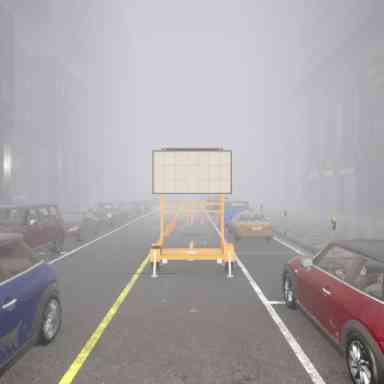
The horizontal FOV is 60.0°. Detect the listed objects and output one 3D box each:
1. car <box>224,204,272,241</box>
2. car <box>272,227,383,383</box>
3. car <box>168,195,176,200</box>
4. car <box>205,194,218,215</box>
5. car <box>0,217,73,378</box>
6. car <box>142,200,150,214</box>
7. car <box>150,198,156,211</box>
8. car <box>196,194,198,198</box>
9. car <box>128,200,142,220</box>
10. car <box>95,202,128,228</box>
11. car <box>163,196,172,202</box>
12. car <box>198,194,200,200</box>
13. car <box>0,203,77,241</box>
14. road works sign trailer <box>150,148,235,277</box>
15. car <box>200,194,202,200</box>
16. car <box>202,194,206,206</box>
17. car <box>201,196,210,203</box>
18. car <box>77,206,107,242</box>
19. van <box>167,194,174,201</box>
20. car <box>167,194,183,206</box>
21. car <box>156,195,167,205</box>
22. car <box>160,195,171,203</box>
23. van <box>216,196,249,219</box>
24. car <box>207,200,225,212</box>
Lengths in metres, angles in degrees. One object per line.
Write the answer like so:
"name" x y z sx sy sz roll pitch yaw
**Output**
"car" 2.771 1.525 16.510 1.752 1.417 4.829 0 0 0
"car" 2.763 1.440 5.135 1.967 1.590 4.097 0 0 0
"car" -5.699 1.588 94.761 1.887 1.381 4.507 0 0 0
"car" 2.782 1.319 33.144 2.192 1.841 5.009 0 0 0
"car" -3.098 1.352 3.312 2.097 1.767 4.553 0 0 0
"car" -5.742 1.569 33.137 1.947 1.339 4.313 0 0 0
"car" -5.738 1.572 38.739 1.947 1.339 4.313 0 0 0
"car" 2.822 1.584 89.161 1.887 1.381 4.507 0 0 0
"car" -5.746 1.552 27.536 2.008 1.369 4.403 0 0 0
"car" -5.750 1.440 21.933 1.967 1.590 4.097 0 0 0
"car" -5.711 1.576 77.954 1.887 1.381 4.507 0 0 0
"car" 2.806 1.464 66.754 1.967 1.590 4.097 0 0 0
"car" -5.758 1.314 10.729 2.192 1.841 5.009 0 0 0
"road works sign trailer" 0.007 0.464 10.181 2.380 3.560 2.880 0 0 0
"car" 2.798 1.456 55.551 1.967 1.590 4.097 0 0 0
"car" 2.790 1.324 44.348 2.192 1.841 5.009 0 0 0
"car" 2.811 1.610 72.356 1.802 1.307 4.206 0 0 0
"car" -5.754 1.582 16.331 1.802 1.307 4.206 0 0 0
"van" -5.703 1.380 89.159 1.690 1.788 3.998 0 0 0
"car" -2.960 1.494 56.254 1.882 1.535 5.008 0 0 0
"car" -5.727 1.561 55.546 1.887 1.381 4.507 0 0 0
"car" -5.715 1.467 72.352 1.967 1.590 4.097 0 0 0
"van" 2.775 1.342 21.941 1.690 1.788 3.998 0 0 0
"car" 2.787 1.588 38.746 1.802 1.307 4.206 0 0 0
